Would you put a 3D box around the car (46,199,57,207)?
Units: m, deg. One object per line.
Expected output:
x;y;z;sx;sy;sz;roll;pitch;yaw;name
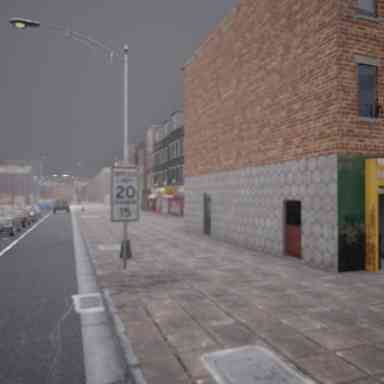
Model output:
-32.143;2.526;76.328;2.192;1.841;5.009;0;-1;-20;car

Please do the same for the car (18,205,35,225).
-13.390;1.941;25.330;1.887;1.381;4.507;0;-1;-20;car

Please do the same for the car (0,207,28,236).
-11.514;1.869;20.231;2.008;1.369;4.403;0;-1;-20;car

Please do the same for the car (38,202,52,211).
-24.640;2.444;55.927;1.947;1.339;4.313;0;-1;-20;car

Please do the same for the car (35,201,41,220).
-15.266;1.916;30.431;1.967;1.590;4.097;0;-1;-20;car

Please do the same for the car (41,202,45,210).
-17.082;2.078;35.370;1.752;1.417;4.829;0;-1;-20;car

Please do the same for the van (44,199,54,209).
-28.392;2.385;66.128;1.690;1.788;3.998;0;-1;-20;van

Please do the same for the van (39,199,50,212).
-22.767;2.138;50.830;1.690;1.788;3.998;0;-1;-20;van

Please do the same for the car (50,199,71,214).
-18.554;1.958;47.318;2.150;2.045;5.566;0;-1;-20;car

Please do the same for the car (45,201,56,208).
-30.266;2.672;71.225;1.887;1.381;4.507;0;-1;-20;car
